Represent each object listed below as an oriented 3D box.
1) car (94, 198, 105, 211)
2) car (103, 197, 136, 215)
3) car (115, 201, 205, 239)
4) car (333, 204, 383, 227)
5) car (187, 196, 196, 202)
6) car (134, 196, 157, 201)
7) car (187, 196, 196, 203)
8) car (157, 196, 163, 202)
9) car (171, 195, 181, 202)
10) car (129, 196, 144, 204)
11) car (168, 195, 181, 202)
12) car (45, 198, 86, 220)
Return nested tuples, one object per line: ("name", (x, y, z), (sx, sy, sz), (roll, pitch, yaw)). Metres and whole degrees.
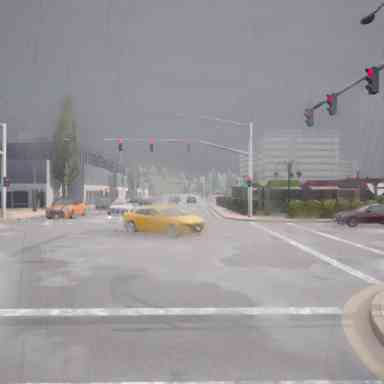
("car", (-10.659, 1.505, 41.251), (1.837, 1.490, 4.892), (0, 0, 0))
("car", (-7.151, 1.526, 33.336), (1.812, 1.442, 4.674), (0, 0, 0))
("car", (-1.576, 1.478, 17.462), (5.008, 1.535, 1.882), (0, 1, 41))
("car", (11.773, 1.526, 21.960), (4.674, 1.442, 1.812), (0, 0, 1))
("car", (-0.110, 1.468, 74.916), (1.895, 1.301, 4.718), (0, 0, 0))
("car", (-7.173, 1.547, 51.729), (2.033, 1.411, 5.357), (0, 0, 0))
("car", (-0.095, 1.491, 64.611), (2.128, 1.511, 4.902), (0, 0, 0))
("car", (-7.101, 1.542, 69.187), (1.837, 1.490, 4.892), (0, 0, 0))
("car", (-3.610, 1.425, 74.879), (1.994, 1.385, 4.181), (0, 0, 0))
("car", (-10.634, 1.548, 64.195), (2.033, 1.411, 5.357), (0, 0, 1))
("car", (-3.595, 1.547, 64.605), (2.033, 1.411, 5.357), (0, 0, 0))
("car", (-10.642, 1.352, 28.326), (2.097, 1.767, 4.553), (0, 0, 0))
